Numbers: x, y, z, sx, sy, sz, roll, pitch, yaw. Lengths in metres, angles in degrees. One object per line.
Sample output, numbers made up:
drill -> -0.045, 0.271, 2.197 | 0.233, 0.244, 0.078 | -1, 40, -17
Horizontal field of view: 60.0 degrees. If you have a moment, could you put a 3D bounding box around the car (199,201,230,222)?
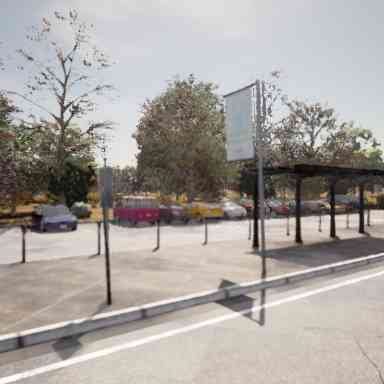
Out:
car -> 0.441, 1.542, 27.018 | 2.097, 1.535, 5.008 | 0, 0, -36

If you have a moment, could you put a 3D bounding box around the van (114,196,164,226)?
van -> -4.144, 1.297, 23.887 | 1.878, 1.987, 4.442 | 0, 0, -36

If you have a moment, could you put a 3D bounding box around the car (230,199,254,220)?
car -> 2.697, 1.593, 28.635 | 2.002, 1.452, 4.674 | 0, 0, -36

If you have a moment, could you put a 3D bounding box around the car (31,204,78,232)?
car -> -8.574, 1.533, 20.539 | 2.163, 1.488, 4.792 | 0, 0, -36

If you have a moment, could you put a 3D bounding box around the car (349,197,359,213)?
car -> 16.222, 1.650, 38.350 | 2.163, 1.488, 4.792 | 0, 0, -36

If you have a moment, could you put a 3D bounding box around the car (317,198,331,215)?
car -> 11.707, 1.626, 35.119 | 2.163, 1.488, 4.792 | 0, 0, -36

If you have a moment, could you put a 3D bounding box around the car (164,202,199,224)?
car -> -1.819, 1.573, 25.404 | 2.002, 1.452, 4.674 | 0, 0, -36

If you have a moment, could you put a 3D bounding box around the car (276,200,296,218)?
car -> 7.207, 1.574, 31.872 | 2.097, 1.535, 5.008 | 0, 0, -36

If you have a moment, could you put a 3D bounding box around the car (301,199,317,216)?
car -> 9.471, 1.587, 33.477 | 2.231, 1.521, 4.892 | 0, 0, -36

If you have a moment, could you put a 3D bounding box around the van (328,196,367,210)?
van -> 18.564, 1.406, 39.845 | 1.878, 1.987, 4.442 | 0, 0, -36

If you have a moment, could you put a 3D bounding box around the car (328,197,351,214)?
car -> 14.089, 1.605, 36.559 | 1.946, 1.575, 5.366 | 0, 0, -36

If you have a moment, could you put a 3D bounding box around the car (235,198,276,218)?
car -> 4.935, 1.438, 30.278 | 2.185, 1.767, 4.553 | 0, 0, -36
